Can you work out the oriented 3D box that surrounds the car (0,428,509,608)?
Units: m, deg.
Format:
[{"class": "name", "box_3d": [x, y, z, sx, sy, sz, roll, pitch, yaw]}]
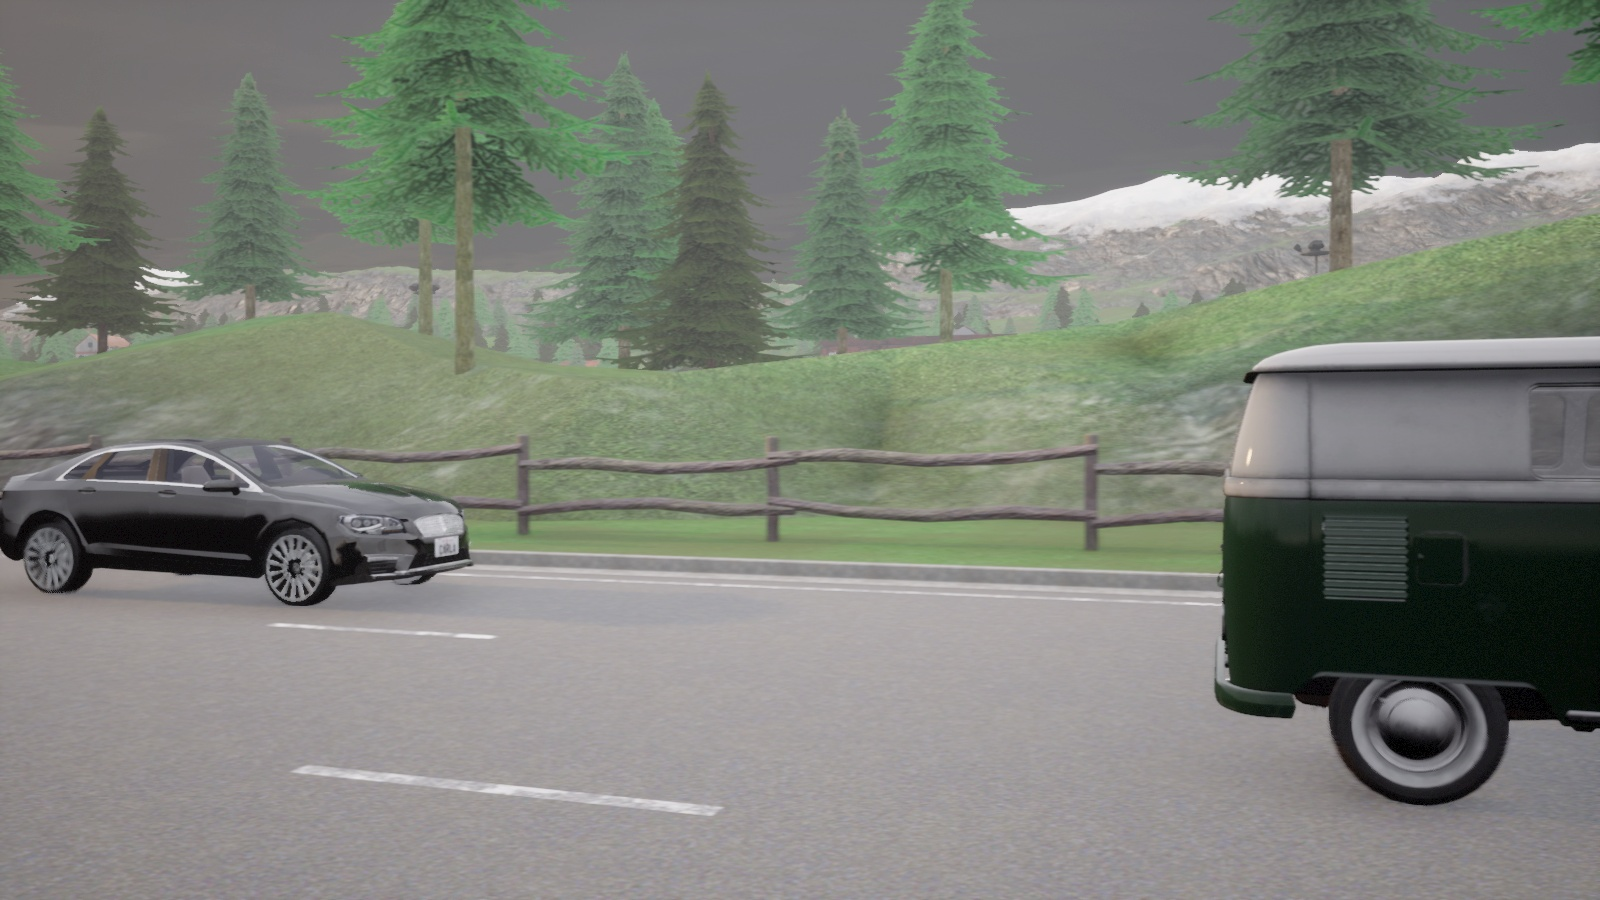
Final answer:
[{"class": "car", "box_3d": [-5.601, 0.549, 12.462, 4.902, 1.511, 2.128, 1, 1, 19]}]

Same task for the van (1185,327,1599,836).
[{"class": "van", "box_3d": [4.050, 0.508, 5.519, 4.442, 1.987, 1.775, 1, 1, 19]}]
